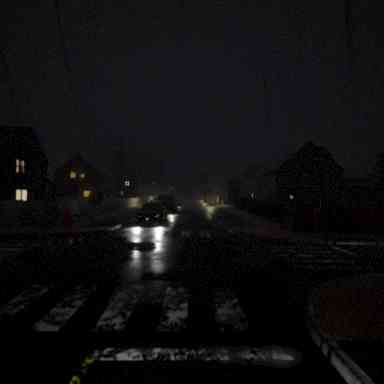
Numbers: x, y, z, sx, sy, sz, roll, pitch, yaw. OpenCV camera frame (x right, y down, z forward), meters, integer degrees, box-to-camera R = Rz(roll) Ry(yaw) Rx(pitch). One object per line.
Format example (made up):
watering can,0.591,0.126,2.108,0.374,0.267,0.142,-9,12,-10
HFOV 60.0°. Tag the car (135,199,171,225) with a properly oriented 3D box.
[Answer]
car,-2.912,1.535,24.525,1.837,1.490,4.892,0,0,1

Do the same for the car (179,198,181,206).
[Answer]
car,-2.850,1.612,56.810,1.882,1.535,5.008,0,0,0

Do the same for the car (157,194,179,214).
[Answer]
car,-2.902,1.281,37.232,2.150,2.045,5.566,0,0,0
